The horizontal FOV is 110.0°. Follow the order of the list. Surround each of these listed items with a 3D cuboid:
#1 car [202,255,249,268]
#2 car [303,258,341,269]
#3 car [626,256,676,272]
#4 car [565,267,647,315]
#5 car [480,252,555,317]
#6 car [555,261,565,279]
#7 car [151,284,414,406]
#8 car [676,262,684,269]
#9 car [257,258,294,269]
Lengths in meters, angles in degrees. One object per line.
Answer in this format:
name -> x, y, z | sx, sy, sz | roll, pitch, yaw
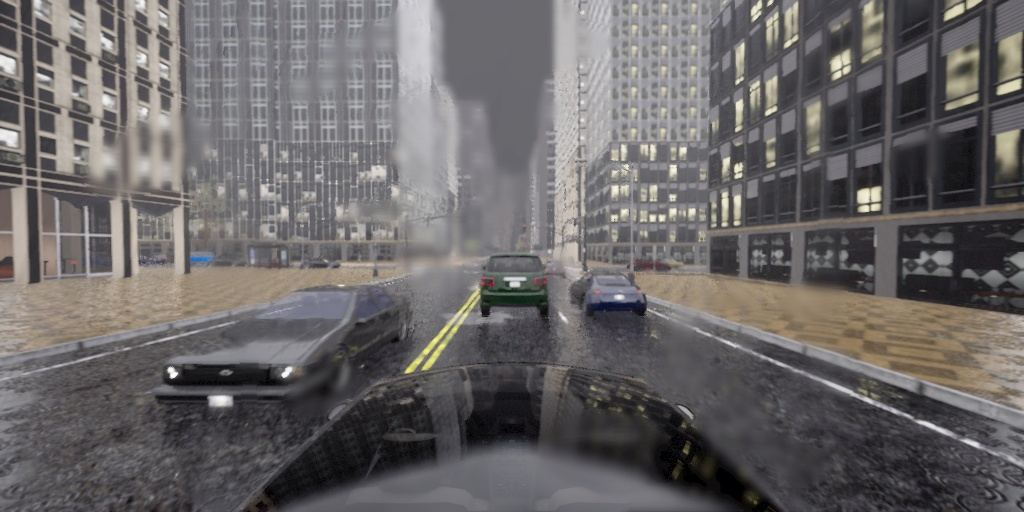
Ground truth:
car -> -34.172, 0.811, 43.265 | 4.313, 1.339, 1.948 | 0, 0, 1
car -> -22.807, 0.911, 42.981 | 4.313, 1.339, 1.948 | 0, 0, 1
car -> 16.119, 0.987, 42.529 | 5.009, 1.841, 2.192 | 0, 0, 1
car -> 3.324, 1.234, 13.070 | 1.994, 1.385, 4.181 | 0, 0, 0
car -> 0.081, 0.894, 12.994 | 2.150, 2.045, 5.566 | 0, 0, 0
car -> 3.301, 1.103, 29.224 | 2.033, 1.411, 5.357 | 0, 0, 0
car -> -3.358, 1.266, 6.787 | 2.033, 1.411, 5.357 | 0, 0, 0
car -> 21.714, 1.054, 50.824 | 4.829, 1.417, 1.751 | 0, 0, 1
car -> -28.491, 0.877, 43.103 | 4.207, 1.307, 1.802 | 0, 0, 1
